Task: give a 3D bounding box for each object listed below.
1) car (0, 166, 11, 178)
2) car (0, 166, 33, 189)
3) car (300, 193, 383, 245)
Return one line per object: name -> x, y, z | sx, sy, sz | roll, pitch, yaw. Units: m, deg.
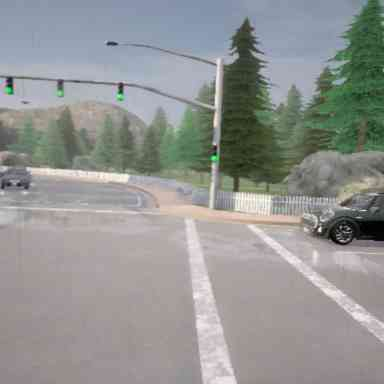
car -> -25.554, -2.696, 43.296 | 4.674, 1.442, 1.812 | 6, 5, 39
car -> -14.006, -1.067, 26.768 | 2.128, 1.511, 4.902 | 1, 4, -23
car -> 6.200, 0.808, 11.561 | 4.553, 1.767, 2.097 | 2, 4, -2
